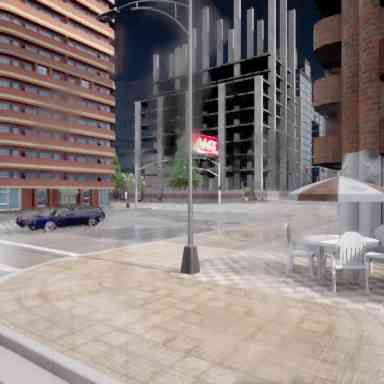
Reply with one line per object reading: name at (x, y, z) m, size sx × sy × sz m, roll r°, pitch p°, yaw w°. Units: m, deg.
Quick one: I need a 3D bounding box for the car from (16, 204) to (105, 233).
car at (-7.923, 1.656, 20.317) m, size 1.895 × 1.301 × 4.718 m, roll 0°, pitch 0°, yaw 35°
